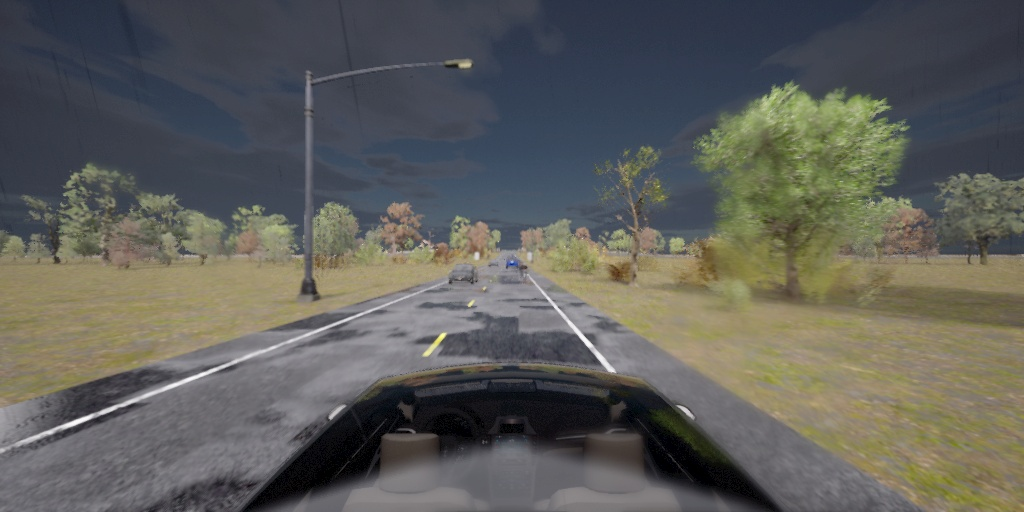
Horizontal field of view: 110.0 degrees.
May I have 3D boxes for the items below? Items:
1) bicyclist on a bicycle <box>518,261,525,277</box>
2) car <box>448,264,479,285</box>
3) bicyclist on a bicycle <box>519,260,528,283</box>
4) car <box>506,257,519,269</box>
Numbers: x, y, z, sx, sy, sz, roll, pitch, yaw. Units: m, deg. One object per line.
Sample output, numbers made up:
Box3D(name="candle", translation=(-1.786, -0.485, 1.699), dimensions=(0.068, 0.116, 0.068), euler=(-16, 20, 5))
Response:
Box3D(name="bicyclist on a bicycle", translation=(0.965, 1.310, 36.721), dimensions=(0.582, 1.620, 1.656), euler=(0, -1, 0))
Box3D(name="car", translation=(-3.589, 1.333, 27.034), dimensions=(1.837, 1.490, 4.892), euler=(0, 0, 0))
Box3D(name="bicyclist on a bicycle", translation=(0.963, 1.201, 27.843), dimensions=(0.659, 1.776, 1.843), euler=(0, 0, 0))
Box3D(name="car", translation=(0.044, 1.157, 63.787), dimensions=(2.150, 2.045, 5.566), euler=(0, 0, 1))
